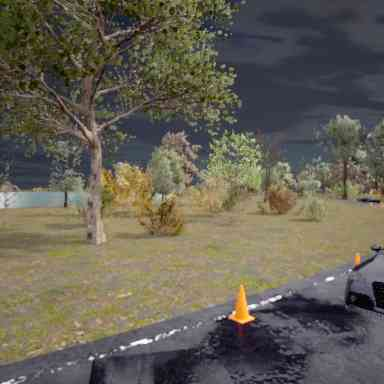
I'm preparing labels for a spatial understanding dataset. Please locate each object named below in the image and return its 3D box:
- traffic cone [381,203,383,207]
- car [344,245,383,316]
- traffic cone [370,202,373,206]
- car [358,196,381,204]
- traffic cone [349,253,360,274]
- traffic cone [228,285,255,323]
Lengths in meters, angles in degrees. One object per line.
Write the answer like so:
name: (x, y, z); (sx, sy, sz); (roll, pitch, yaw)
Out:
traffic cone: (26.373, 1.797, 46.122); (0.340, 0.580, 0.340); (1, 1, 14)
car: (4.787, 1.573, 6.696); (4.181, 1.385, 1.994); (0, 0, -42)
traffic cone: (27.399, 1.765, 50.854); (0.340, 0.580, 0.340); (1, 1, 10)
car: (30.101, 1.397, 56.358); (1.895, 1.301, 4.718); (1, 0, 3)
traffic cone: (4.527, 1.961, 9.103); (0.340, 0.580, 0.340); (0, 0, -43)
traffic cone: (0.881, 1.960, 5.918); (0.340, 0.580, 0.340); (0, 0, -39)
